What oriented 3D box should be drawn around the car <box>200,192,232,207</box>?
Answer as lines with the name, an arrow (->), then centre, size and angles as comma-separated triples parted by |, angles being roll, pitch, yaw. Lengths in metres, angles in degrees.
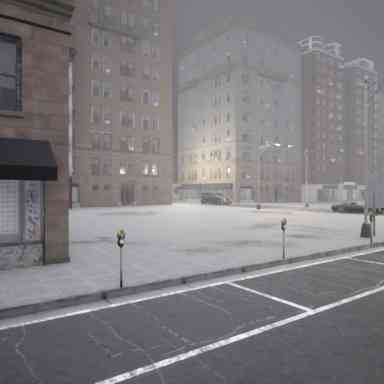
car -> 3.403, 1.045, 48.590 | 2.150, 2.045, 5.566 | 0, 0, -35

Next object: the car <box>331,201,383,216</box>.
car -> 15.708, 1.524, 31.191 | 1.895, 1.301, 4.718 | 0, 0, -35
